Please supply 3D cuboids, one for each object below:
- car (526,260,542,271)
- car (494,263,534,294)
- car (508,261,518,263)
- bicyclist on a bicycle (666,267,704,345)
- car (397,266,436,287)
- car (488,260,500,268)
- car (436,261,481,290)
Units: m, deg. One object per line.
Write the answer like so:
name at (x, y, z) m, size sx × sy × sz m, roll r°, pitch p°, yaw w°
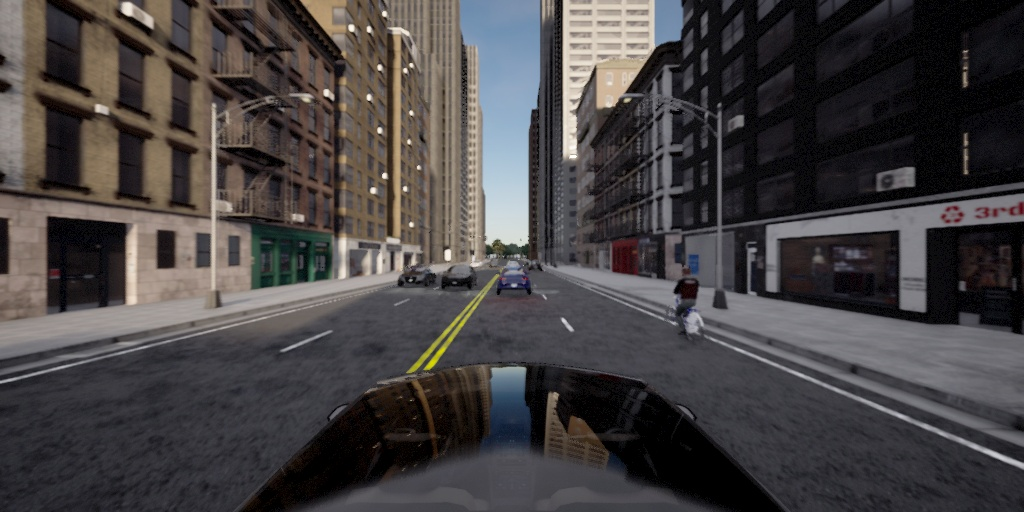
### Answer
car at (3.382, 1.442, 52.958) m, size 1.812 × 1.442 × 4.674 m, roll 0°, pitch 0°, yaw 0°
car at (0.111, 1.341, 20.745) m, size 1.812 × 1.442 × 4.674 m, roll 0°, pitch 0°, yaw 0°
car at (0.126, 1.424, 46.956) m, size 1.812 × 1.442 × 4.674 m, roll 0°, pitch 0°, yaw 0°
bicyclist on a bicycle at (4.146, 1.147, 8.720) m, size 0.659 × 1.776 × 1.843 m, roll 0°, pitch 0°, yaw 0°
car at (-6.583, 1.391, 25.272) m, size 1.994 × 1.385 × 4.181 m, roll 0°, pitch 0°, yaw 0°
car at (-3.228, 1.446, 65.153) m, size 1.837 × 1.490 × 4.892 m, roll 0°, pitch 0°, yaw 1°
car at (-3.336, 1.300, 23.382) m, size 1.882 × 1.535 × 5.008 m, roll 0°, pitch 0°, yaw 0°
